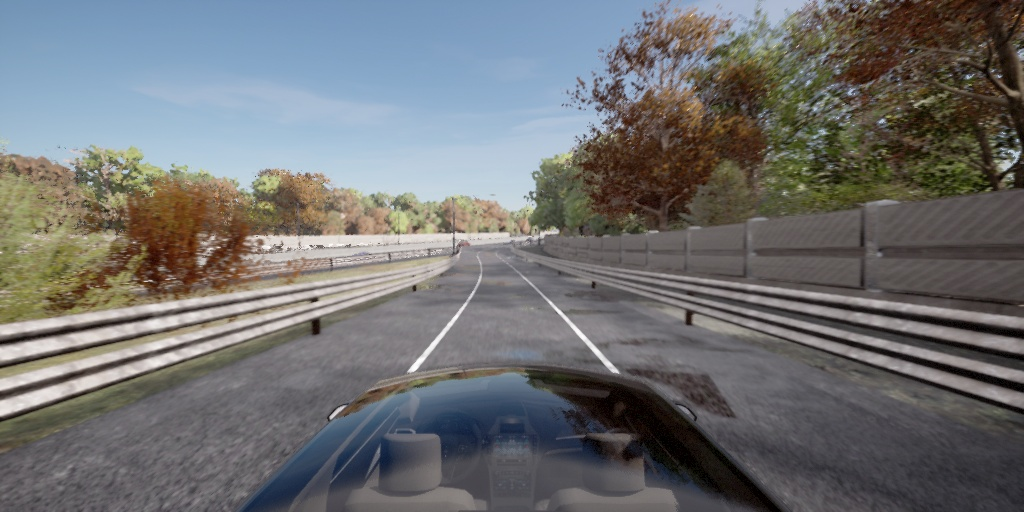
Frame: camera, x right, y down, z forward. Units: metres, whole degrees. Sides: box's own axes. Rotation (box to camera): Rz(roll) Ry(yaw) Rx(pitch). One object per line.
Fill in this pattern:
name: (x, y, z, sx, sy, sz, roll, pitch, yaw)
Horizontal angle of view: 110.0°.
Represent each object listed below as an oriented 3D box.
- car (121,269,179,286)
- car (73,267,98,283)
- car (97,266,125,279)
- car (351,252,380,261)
car: (-28.352, 1.787, 29.684, 1.895, 1.301, 4.718, 1, 4, 18)
car: (-35.052, 1.596, 31.697, 1.837, 1.490, 4.892, 1, 4, 18)
car: (-31.711, 1.704, 30.658, 1.994, 1.385, 4.181, 1, 4, 18)
car: (-21.028, 0.137, 51.612, 1.812, 1.442, 4.674, 1, 4, 19)
